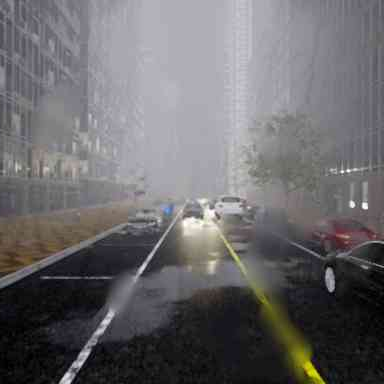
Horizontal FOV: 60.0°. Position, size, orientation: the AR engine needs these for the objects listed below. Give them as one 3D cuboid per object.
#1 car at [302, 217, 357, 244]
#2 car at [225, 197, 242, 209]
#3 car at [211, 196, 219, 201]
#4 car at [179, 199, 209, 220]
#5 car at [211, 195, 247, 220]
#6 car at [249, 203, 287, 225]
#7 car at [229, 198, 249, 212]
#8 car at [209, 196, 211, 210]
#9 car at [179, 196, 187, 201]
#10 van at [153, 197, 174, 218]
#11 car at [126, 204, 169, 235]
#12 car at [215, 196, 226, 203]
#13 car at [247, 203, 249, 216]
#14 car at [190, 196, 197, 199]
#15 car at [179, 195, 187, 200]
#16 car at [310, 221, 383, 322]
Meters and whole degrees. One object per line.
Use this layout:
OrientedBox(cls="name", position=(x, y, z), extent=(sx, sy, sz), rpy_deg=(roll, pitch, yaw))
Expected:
OrientedBox(cls="car", position=(5.737, 1.638, 13.261), extent=(1.802, 1.307, 4.206), rpy_deg=(0, 0, 0))
OrientedBox(cls="car", position=(5.884, 1.536, 47.416), extent=(1.967, 1.590, 4.097), rpy_deg=(0, 0, 0))
OrientedBox(cls="car", position=(6.054, 1.666, 87.262), extent=(1.947, 1.339, 4.313), rpy_deg=(0, 0, 0))
OrientedBox(cls="car", position=(0.112, 1.603, 28.725), extent=(2.033, 1.411, 5.357), rpy_deg=(0, 0, 0))
OrientedBox(cls="car", position=(3.148, 1.292, 29.381), extent=(2.150, 2.045, 5.566), rpy_deg=(0, 0, 1))
OrientedBox(cls="car", position=(5.786, 1.627, 24.646), extent=(2.008, 1.369, 4.403), rpy_deg=(0, 0, 0))
OrientedBox(cls="car", position=(5.860, 1.533, 41.724), extent=(1.967, 1.590, 4.097), rpy_deg=(0, 0, 0))
OrientedBox(cls="car", position=(3.196, 1.607, 43.272), extent=(1.812, 1.442, 4.674), rpy_deg=(0, 0, 1))
OrientedBox(cls="car", position=(-2.326, 1.645, 87.306), extent=(1.802, 1.307, 4.206), rpy_deg=(0, 0, 0))
OrientedBox(cls="van", position=(-2.569, 1.387, 30.379), extent=(1.690, 1.788, 3.998), rpy_deg=(0, 0, 0))
OrientedBox(cls="car", position=(-2.619, 1.580, 18.993), extent=(2.008, 1.369, 4.403), rpy_deg=(0, 0, 0))
OrientedBox(cls="car", position=(5.981, 1.650, 70.186), extent=(1.887, 1.381, 4.507), rpy_deg=(0, 0, 0))
OrientedBox(cls="car", position=(5.810, 1.634, 30.339), extent=(2.008, 1.369, 4.403), rpy_deg=(0, 0, 0))
OrientedBox(cls="car", position=(0.334, 1.625, 80.622), extent=(2.033, 1.411, 5.357), rpy_deg=(0, 0, 0))
OrientedBox(cls="car", position=(-2.350, 1.610, 81.612), extent=(1.887, 1.381, 4.507), rpy_deg=(0, 0, 0))
OrientedBox(cls="car", position=(3.914, 1.536, 5.827), extent=(1.837, 1.490, 4.892), rpy_deg=(0, 0, 0))
